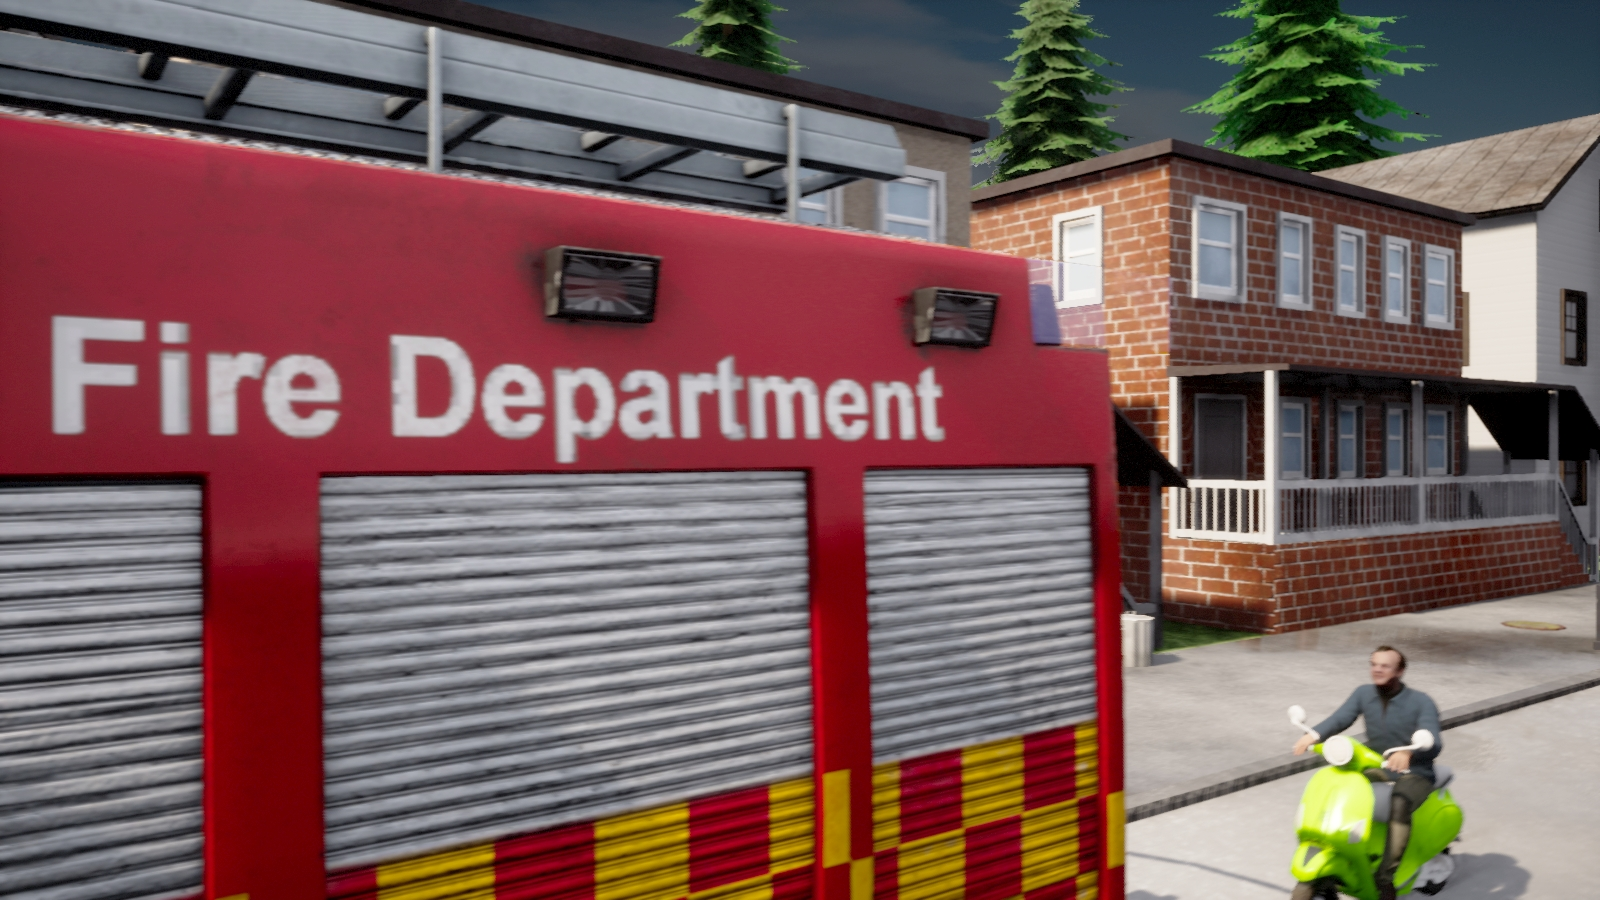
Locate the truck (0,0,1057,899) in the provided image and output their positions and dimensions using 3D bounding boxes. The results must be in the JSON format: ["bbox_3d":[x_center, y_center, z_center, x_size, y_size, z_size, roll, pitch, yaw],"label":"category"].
[{"bbox_3d":[-3.592,0.670,1.810,8.468,3.827,2.891,0,0,-35],"label":"truck"}]

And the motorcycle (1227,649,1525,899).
[{"bbox_3d":[3.477,1.962,6.851,1.805,1.236,0.856,0,0,-35],"label":"motorcycle"}]
